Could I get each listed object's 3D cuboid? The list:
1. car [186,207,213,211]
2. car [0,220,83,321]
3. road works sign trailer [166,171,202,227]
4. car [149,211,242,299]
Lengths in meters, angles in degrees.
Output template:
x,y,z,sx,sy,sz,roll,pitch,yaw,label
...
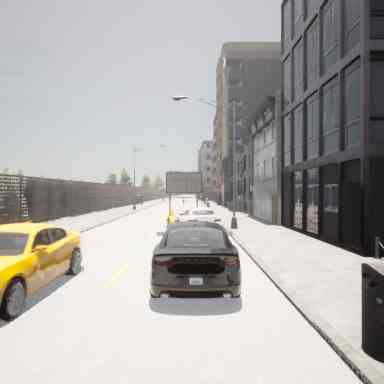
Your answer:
x,y,z,sx,sy,sz,roll,pitch,yaw,label
0.364,1.540,17.892,1.812,1.442,4.674,0,-1,-8,car
-4.023,1.477,7.467,1.882,1.535,5.008,0,0,0,car
-0.568,0.464,21.384,2.380,3.560,2.880,0,0,-17,road works sign trailer
0.072,1.477,8.540,1.882,1.535,5.008,0,0,0,car
